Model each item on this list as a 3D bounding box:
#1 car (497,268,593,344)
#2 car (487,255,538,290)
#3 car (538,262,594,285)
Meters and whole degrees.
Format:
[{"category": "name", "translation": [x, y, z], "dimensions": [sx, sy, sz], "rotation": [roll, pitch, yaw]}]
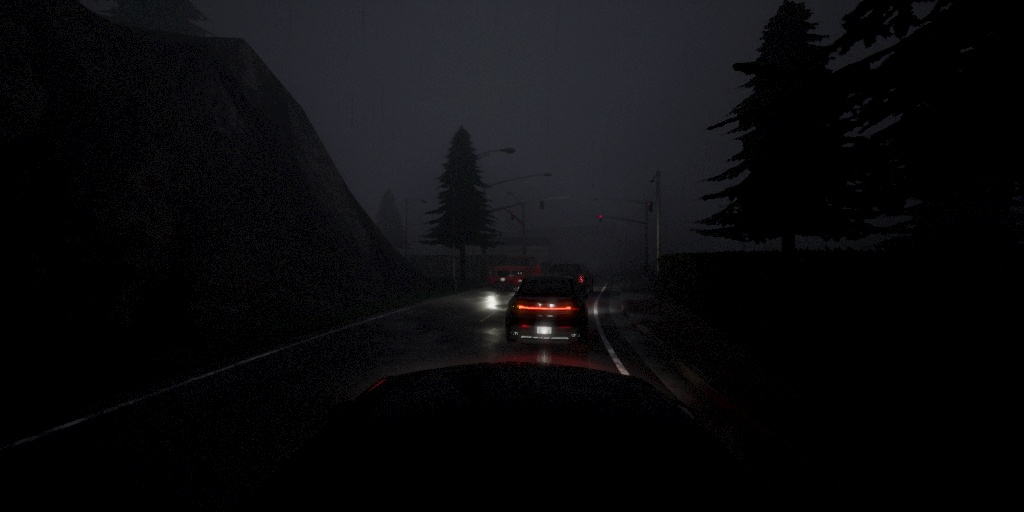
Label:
[{"category": "car", "translation": [1.021, 1.255, 9.648], "dimensions": [1.837, 1.490, 4.892], "rotation": [0, 0, 9]}, {"category": "car", "translation": [0.316, 0.975, 22.634], "dimensions": [2.150, 2.045, 5.566], "rotation": [0, 0, 18]}, {"category": "car", "translation": [3.024, 1.102, 18.569], "dimensions": [2.097, 1.767, 4.553], "rotation": [0, 0, 17]}]
